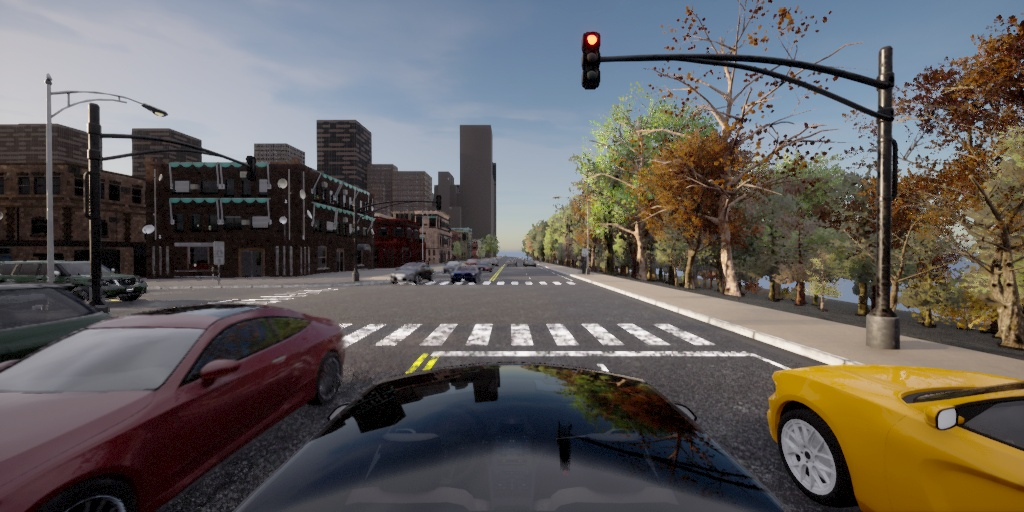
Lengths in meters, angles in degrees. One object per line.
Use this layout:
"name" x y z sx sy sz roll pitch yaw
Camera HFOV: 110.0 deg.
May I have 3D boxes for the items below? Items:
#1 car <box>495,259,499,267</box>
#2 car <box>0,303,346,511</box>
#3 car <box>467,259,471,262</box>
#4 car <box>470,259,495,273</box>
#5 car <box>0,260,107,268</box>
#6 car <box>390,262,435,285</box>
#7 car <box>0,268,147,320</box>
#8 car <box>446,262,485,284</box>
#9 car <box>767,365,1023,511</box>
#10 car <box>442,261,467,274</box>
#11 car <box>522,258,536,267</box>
"car" -3.357 1.232 63.586 1.837 1.490 4.892 0 0 0
"car" -3.351 1.275 3.564 1.812 1.442 4.674 0 0 0
"car" -6.629 1.205 59.476 1.882 1.535 5.008 0 0 0
"car" -3.389 1.299 42.232 1.994 1.385 4.181 0 0 0
"car" -20.010 1.193 16.159 5.566 2.045 2.150 -1 1 0
"car" -7.163 1.235 26.305 2.128 1.511 4.902 0 0 7
"car" -6.602 1.101 3.244 2.097 1.767 4.553 0 0 0
"car" -3.375 1.343 26.812 1.895 1.301 4.718 0 0 0
"car" 3.351 1.228 1.350 1.882 1.535 5.008 0 0 0
"car" -6.636 1.262 41.104 1.812 1.442 4.674 0 0 0
"car" 3.282 1.289 64.455 1.994 1.385 4.181 0 0 1
